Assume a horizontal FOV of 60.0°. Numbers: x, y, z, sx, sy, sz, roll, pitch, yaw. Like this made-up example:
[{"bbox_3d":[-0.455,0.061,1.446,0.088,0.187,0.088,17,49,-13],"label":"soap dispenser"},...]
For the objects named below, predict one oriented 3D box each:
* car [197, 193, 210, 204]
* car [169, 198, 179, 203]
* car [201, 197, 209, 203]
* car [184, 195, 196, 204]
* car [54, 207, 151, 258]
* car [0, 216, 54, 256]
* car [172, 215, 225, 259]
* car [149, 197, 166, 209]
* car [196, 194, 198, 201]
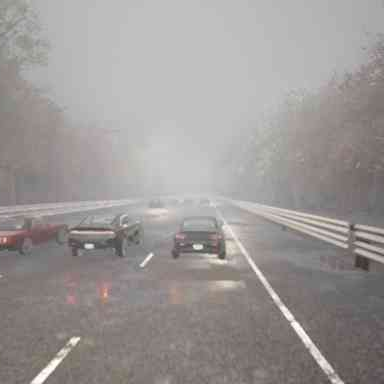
[{"bbox_3d":[2.764,1.758,72.146,2.097,1.767,4.553,0,0,2],"label":"car"},{"bbox_3d":[-4.060,1.959,76.536,1.895,1.301,4.718,0,0,2],"label":"car"},{"bbox_3d":[3.446,1.978,88.488,1.837,1.490,4.892,0,0,2],"label":"car"},{"bbox_3d":[-0.739,1.851,72.147,1.882,1.535,5.008,0,0,2],"label":"car"},{"bbox_3d":[-3.204,1.543,13.119,2.128,1.511,4.902,0,0,2],"label":"car"},{"bbox_3d":[-6.699,1.624,13.263,1.895,1.301,4.718,0,0,2],"label":"car"},{"bbox_3d":[0.294,1.607,12.967,1.812,1.442,4.674,0,0,2],"label":"car"},{"bbox_3d":[-5.156,1.583,50.211,2.097,1.767,4.553,0,0,2],"label":"car"},{"bbox_3d":[0.106,2.005,92.413,2.033,1.411,5.357,0,0,2],"label":"car"}]
